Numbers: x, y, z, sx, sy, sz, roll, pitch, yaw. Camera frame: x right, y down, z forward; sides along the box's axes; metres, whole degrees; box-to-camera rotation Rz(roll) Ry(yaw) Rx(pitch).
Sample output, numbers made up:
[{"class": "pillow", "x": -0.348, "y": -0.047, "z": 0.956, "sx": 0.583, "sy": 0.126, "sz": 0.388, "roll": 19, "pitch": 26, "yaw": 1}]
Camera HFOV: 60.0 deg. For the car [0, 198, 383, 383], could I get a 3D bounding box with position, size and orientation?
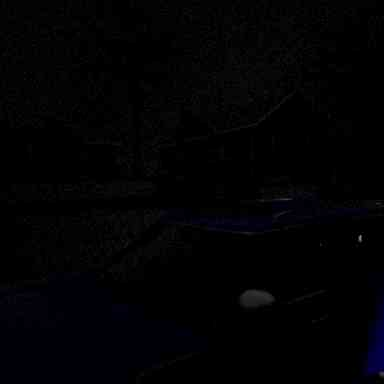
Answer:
[{"class": "car", "x": 0.528, "y": 1.145, "z": 3.461, "sx": 5.566, "sy": 2.045, "sz": 2.150, "roll": -2, "pitch": 2, "yaw": -32}]
